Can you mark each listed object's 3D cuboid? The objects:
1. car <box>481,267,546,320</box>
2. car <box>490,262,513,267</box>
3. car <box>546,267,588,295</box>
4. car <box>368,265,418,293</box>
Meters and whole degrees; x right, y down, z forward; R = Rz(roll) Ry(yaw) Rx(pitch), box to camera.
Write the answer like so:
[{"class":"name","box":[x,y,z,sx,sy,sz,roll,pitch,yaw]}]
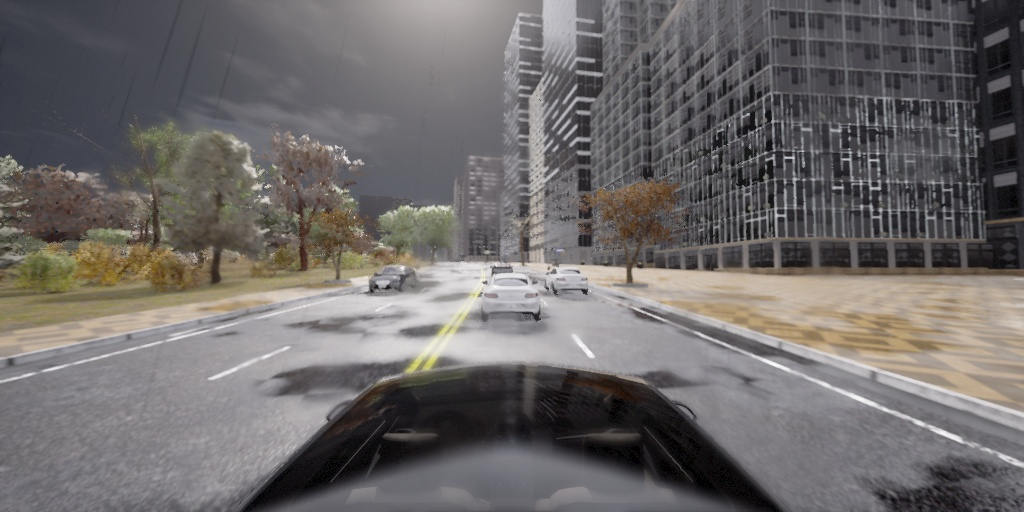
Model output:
[{"class":"car","box":[-0.066,1.292,12.520,1.812,1.442,4.674,0,0,-1]},{"class":"car","box":[-0.893,1.307,31.888,2.128,1.511,4.902,0,0,-4]},{"class":"car","box":[2.960,1.311,19.961,1.812,1.442,4.674,0,0,-2]},{"class":"car","box":[-6.918,1.312,21.284,2.128,1.511,4.902,0,0,-2]}]
